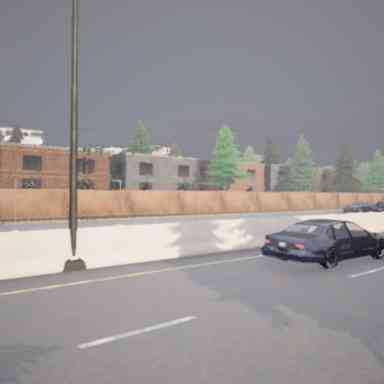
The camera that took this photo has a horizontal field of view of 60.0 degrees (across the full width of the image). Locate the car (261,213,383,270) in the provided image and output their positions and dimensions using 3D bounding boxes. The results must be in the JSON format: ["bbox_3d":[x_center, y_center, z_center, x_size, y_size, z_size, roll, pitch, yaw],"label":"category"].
[{"bbox_3d":[4.758,1.640,11.434,5.357,1.411,2.033,1,0,-35],"label":"car"}]
